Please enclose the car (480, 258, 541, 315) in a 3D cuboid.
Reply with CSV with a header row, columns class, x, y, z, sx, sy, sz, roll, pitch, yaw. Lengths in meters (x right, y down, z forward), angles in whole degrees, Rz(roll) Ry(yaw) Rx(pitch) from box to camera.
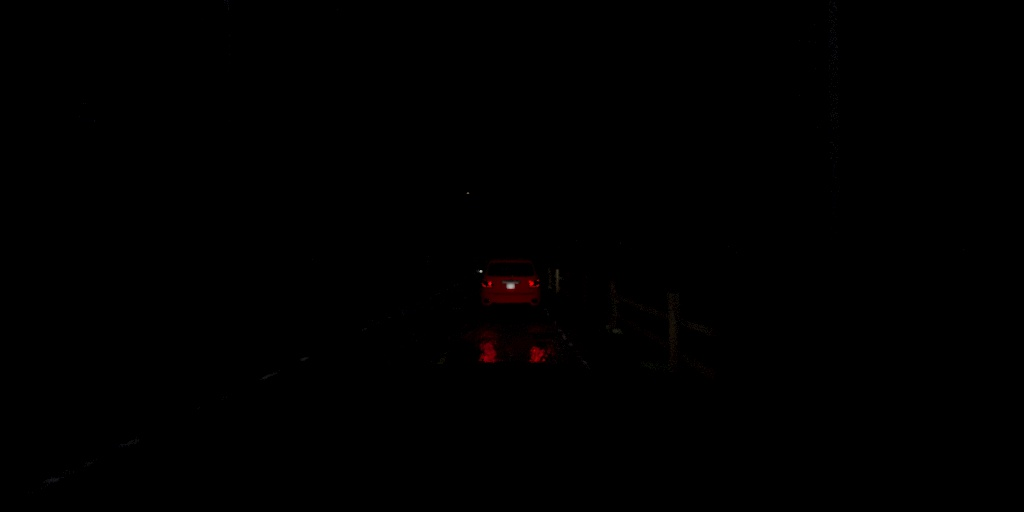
class,x,y,z,sx,sy,sz,roll,pitch,yaw
car,-0.061,1.103,14.504,2.150,2.045,5.566,0,0,0
